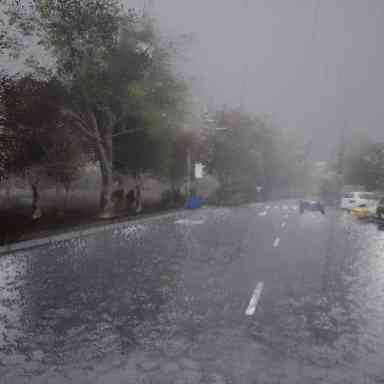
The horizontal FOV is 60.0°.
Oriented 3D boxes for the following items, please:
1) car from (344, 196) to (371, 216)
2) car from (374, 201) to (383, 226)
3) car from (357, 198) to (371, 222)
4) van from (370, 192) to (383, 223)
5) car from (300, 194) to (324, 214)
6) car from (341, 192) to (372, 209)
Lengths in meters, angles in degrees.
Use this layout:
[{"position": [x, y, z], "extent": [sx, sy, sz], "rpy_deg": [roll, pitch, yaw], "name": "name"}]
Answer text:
[{"position": [14.566, 1.354, 24.651], "extent": [5.366, 1.575, 1.946], "rpy_deg": [2, 1, -2], "name": "car"}, {"position": [12.006, 1.434, 16.080], "extent": [5.008, 1.535, 2.097], "rpy_deg": [2, 1, -2], "name": "car"}, {"position": [13.845, 1.427, 21.795], "extent": [4.674, 1.452, 2.002], "rpy_deg": [2, 1, -2], "name": "car"}, {"position": [13.050, 1.188, 18.942], "extent": [4.442, 1.987, 1.878], "rpy_deg": [2, 1, -2], "name": "van"}, {"position": [11.712, 1.081, 32.553], "extent": [2.097, 1.767, 4.553], "rpy_deg": [1, 1, 17], "name": "car"}, {"position": [16.602, 1.064, 30.395], "extent": [5.566, 2.045, 2.435], "rpy_deg": [2, 1, -2], "name": "car"}]
